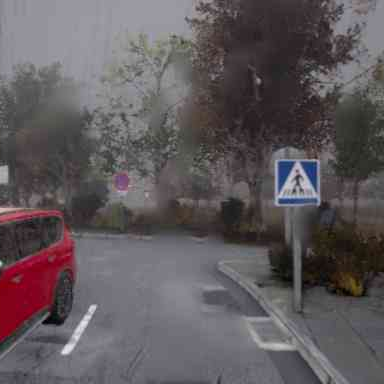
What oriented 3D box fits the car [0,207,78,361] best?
[{"bbox_3d":[-3.257,1.273,4.313,2.150,2.045,5.566,1,0,-1],"label":"car"}]
